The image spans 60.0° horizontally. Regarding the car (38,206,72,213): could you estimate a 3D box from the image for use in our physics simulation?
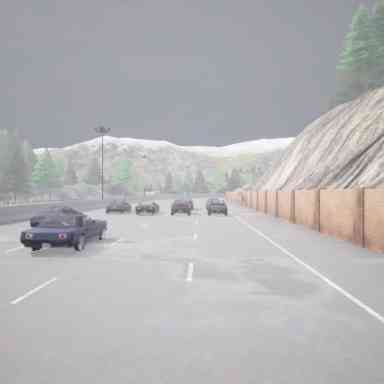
[{"bbox_3d":[-8.377,1.563,20.960,1.994,1.385,4.181,0,0,2],"label":"car"}]

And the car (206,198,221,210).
[{"bbox_3d":[2.740,1.526,43.241,1.812,1.442,4.674,0,0,2],"label":"car"}]

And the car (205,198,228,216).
[{"bbox_3d":[2.454,1.491,32.798,2.128,1.511,4.902,0,0,1],"label":"car"}]

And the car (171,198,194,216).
[{"bbox_3d":[-1.041,1.505,33.039,1.837,1.490,4.892,0,0,1],"label":"car"}]

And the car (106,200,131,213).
[{"bbox_3d":[-7.951,1.563,36.313,1.994,1.385,4.181,0,0,2],"label":"car"}]

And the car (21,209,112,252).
[{"bbox_3d":[-5.069,1.601,13.989,1.895,1.301,4.718,0,0,2],"label":"car"}]

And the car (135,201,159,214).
[{"bbox_3d":[-4.503,1.600,34.389,1.895,1.301,4.718,0,0,2],"label":"car"}]

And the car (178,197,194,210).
[{"bbox_3d":[-0.754,1.478,43.480,1.882,1.535,5.008,0,0,2],"label":"car"}]
